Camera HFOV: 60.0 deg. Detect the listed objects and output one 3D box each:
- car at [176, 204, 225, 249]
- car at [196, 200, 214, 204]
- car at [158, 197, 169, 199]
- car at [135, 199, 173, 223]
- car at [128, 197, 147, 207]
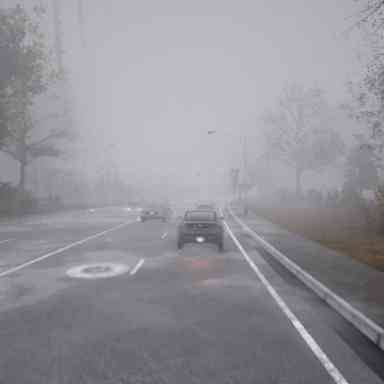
[{"bbox_3d":[0.375,1.502,14.627,1.837,1.490,4.892,0,0,2],"label":"car"},{"bbox_3d":[1.231,1.520,32.082,1.812,1.442,4.674,0,0,4],"label":"car"},{"bbox_3d":[-4.368,1.480,50.584,2.128,1.511,4.902,0,0,6],"label":"car"},{"bbox_3d":[-2.669,1.540,25.779,2.033,1.411,5.357,0,0,3],"label":"car"},{"bbox_3d":[-8.010,1.462,49.406,1.882,1.535,5.008,0,0,6],"label":"car"}]
